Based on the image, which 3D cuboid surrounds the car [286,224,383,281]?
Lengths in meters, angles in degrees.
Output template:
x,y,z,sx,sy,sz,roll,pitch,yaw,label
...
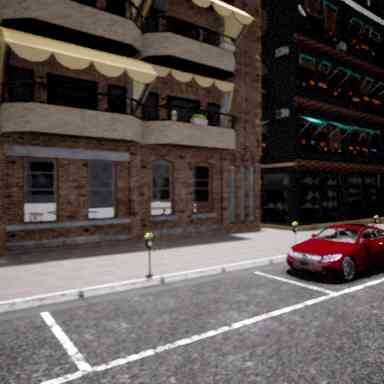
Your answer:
x,y,z,sx,sy,sz,roll,pitch,yaw,label
4.610,1.614,9.819,4.206,1.307,1.802,0,-1,-35,car
